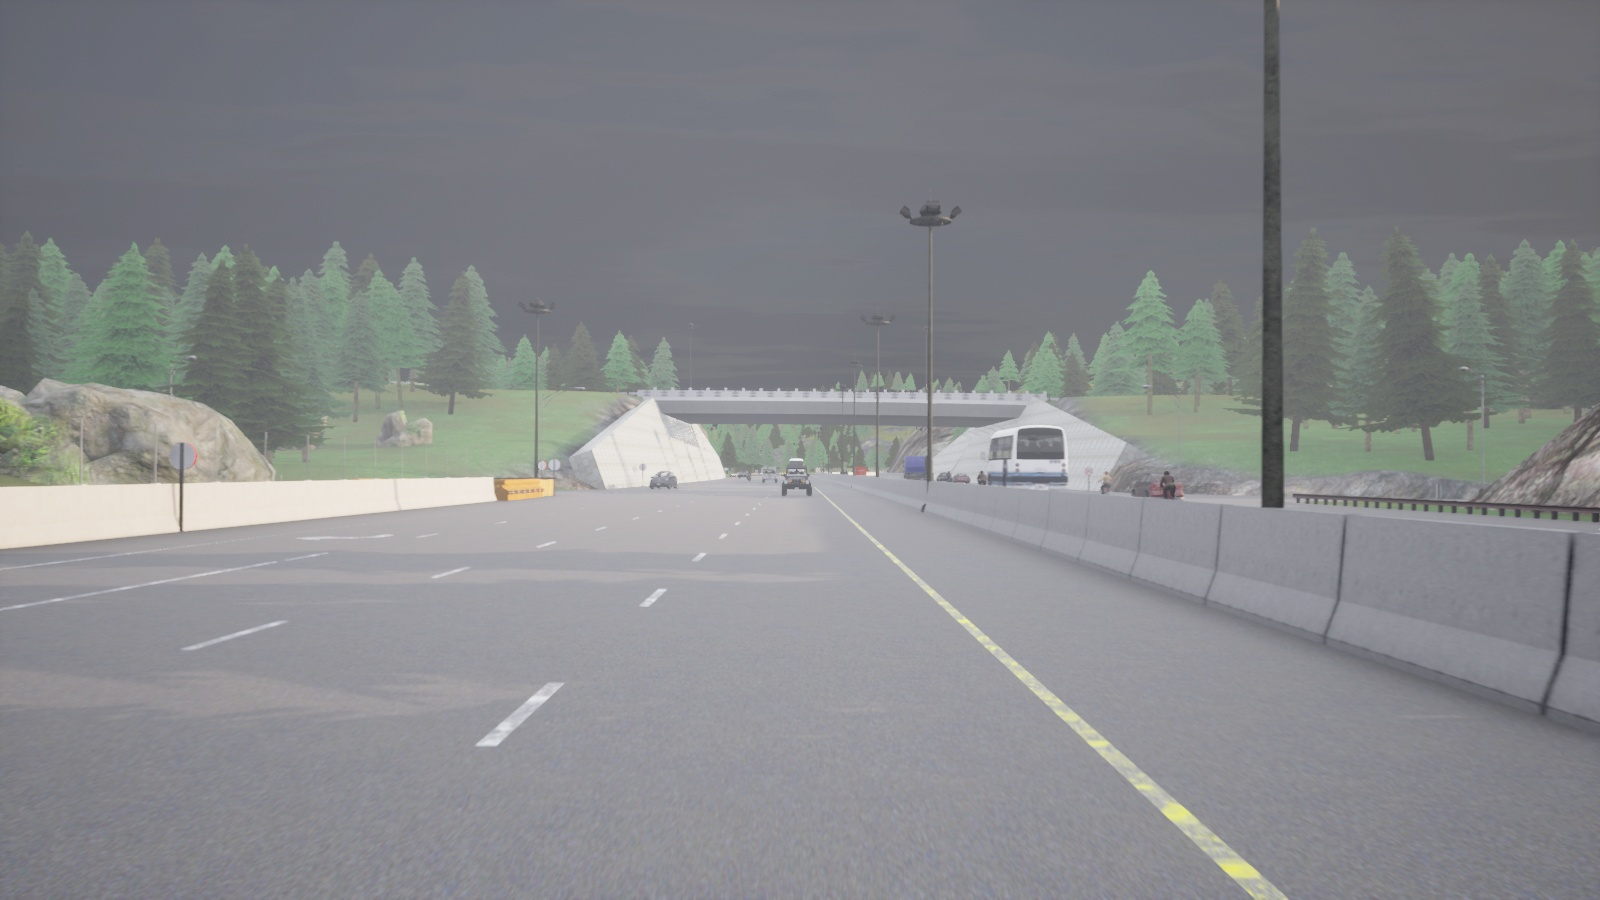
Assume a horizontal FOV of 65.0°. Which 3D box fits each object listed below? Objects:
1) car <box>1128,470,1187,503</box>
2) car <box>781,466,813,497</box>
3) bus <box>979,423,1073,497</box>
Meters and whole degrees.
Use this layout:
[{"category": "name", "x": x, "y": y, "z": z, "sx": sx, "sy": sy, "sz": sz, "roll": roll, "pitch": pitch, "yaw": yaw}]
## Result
[{"category": "car", "x": 17.352, "y": 1.746, "z": 61.086, "sx": 1.789, "sy": 1.549, "sz": 3.705, "roll": 0, "pitch": -1, "yaw": 0}, {"category": "car", "x": -0.191, "y": 1.922, "z": 78.295, "sx": 1.905, "sy": 1.878, "sz": 3.866, "roll": 0, "pitch": -1, "yaw": 0}, {"category": "bus", "x": 13.806, "y": 0.684, "z": 77.746, "sx": 3.944, "sy": 4.253, "sz": 10.273, "roll": 0, "pitch": -1, "yaw": 0}]
